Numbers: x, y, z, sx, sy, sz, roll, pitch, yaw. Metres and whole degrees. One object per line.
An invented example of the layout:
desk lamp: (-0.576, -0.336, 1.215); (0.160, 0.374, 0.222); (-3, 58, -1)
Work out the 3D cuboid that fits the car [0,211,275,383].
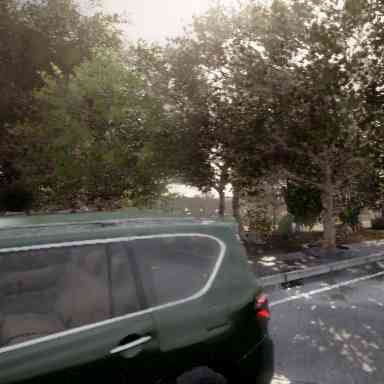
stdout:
car: (-1.820, 1.221, 2.387); (5.566, 2.045, 2.150); (0, 0, -36)
